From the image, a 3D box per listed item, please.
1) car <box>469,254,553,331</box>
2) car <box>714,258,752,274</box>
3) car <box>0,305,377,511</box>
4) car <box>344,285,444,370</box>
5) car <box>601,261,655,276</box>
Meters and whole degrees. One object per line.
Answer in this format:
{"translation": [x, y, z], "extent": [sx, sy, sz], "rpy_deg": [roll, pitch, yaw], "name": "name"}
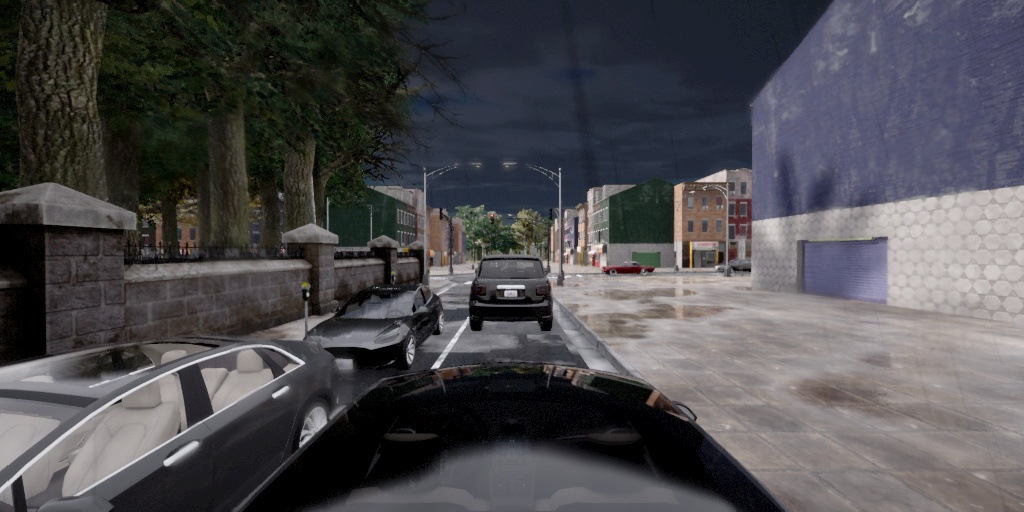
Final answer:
{"translation": [-0.011, 0.973, 11.071], "extent": [2.150, 2.045, 5.566], "rpy_deg": [0, 0, 0], "name": "car"}
{"translation": [22.034, 0.929, 34.317], "extent": [4.902, 1.511, 2.128], "rpy_deg": [-1, 1, 0], "name": "car"}
{"translation": [-2.641, 1.300, 2.073], "extent": [2.007, 1.370, 4.403], "rpy_deg": [0, 0, 0], "name": "car"}
{"translation": [-2.634, 1.316, 7.761], "extent": [1.948, 1.339, 4.313], "rpy_deg": [0, 0, 0], "name": "car"}
{"translation": [10.993, 1.186, 34.334], "extent": [4.718, 1.301, 1.895], "rpy_deg": [-1, 1, 0], "name": "car"}
